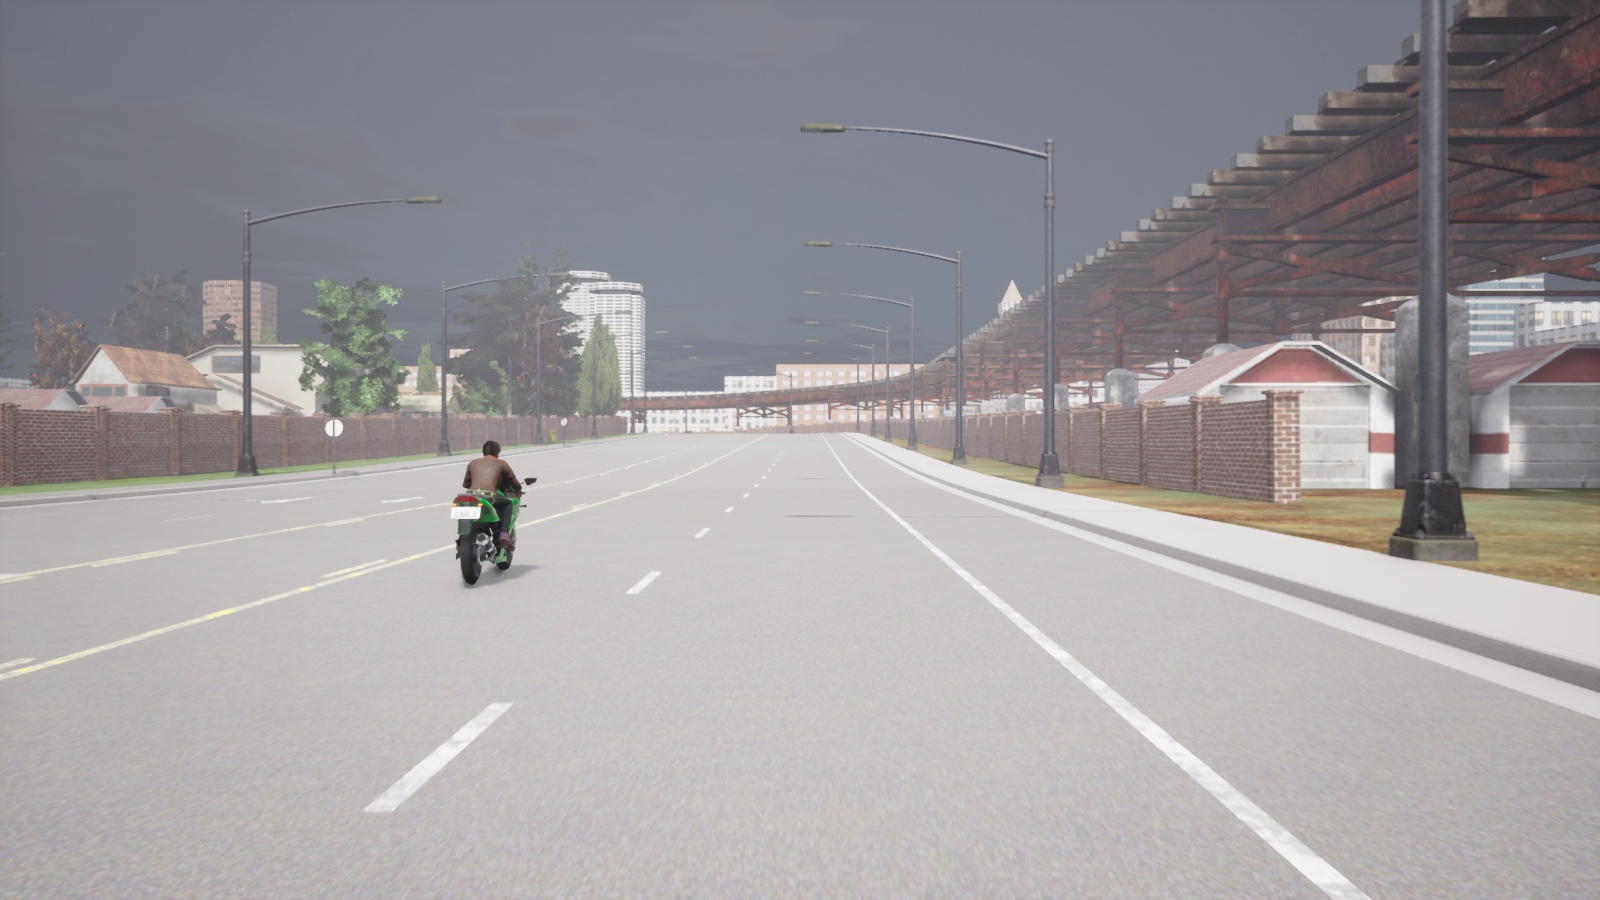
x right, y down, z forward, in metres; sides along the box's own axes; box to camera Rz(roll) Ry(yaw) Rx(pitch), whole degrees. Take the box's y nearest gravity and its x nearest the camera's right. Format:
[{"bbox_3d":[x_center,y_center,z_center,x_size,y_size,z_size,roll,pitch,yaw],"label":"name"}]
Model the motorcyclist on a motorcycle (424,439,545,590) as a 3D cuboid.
[{"bbox_3d":[-3.402,0.648,13.734,0.797,1.523,2.044,0,0,0],"label":"motorcyclist on a motorcycle"}]
